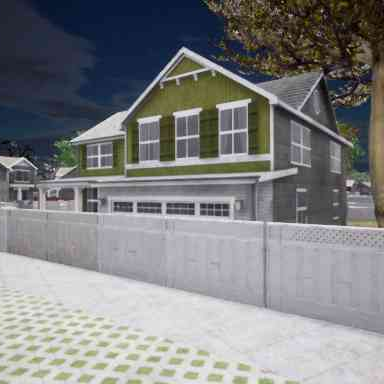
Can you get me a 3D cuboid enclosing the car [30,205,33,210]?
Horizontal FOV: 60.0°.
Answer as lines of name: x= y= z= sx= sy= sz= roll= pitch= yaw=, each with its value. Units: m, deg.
car: x=-14.732 y=1.642 z=35.446 sx=2.033 sy=1.411 sz=5.357 roll=0 pitch=0 yaw=18
